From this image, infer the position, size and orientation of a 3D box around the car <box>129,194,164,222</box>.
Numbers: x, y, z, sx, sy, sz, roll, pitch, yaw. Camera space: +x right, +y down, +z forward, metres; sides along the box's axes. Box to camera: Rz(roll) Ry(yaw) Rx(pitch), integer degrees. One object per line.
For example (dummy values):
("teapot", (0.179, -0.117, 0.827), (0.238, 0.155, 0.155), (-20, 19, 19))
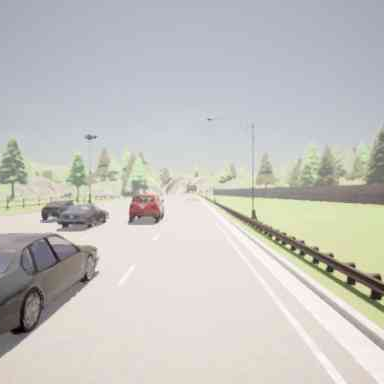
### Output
("car", (-3.415, 1.158, 25.617), (2.150, 2.045, 5.566), (0, 0, 0))

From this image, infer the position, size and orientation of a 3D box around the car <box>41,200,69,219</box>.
("car", (-10.414, 1.440, 26.844), (1.837, 1.490, 4.892), (0, 0, 0))

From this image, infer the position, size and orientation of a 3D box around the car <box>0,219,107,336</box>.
("car", (-3.436, 1.532, 6.654), (2.033, 1.411, 5.357), (0, 0, 0))

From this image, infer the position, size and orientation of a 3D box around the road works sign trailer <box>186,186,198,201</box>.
("road works sign trailer", (-0.001, 0.274, 78.727), (2.380, 3.560, 2.880), (0, 0, 0))

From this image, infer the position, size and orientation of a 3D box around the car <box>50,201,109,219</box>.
("car", (-6.936, 1.495, 21.667), (2.033, 1.411, 5.357), (0, 0, 0))
